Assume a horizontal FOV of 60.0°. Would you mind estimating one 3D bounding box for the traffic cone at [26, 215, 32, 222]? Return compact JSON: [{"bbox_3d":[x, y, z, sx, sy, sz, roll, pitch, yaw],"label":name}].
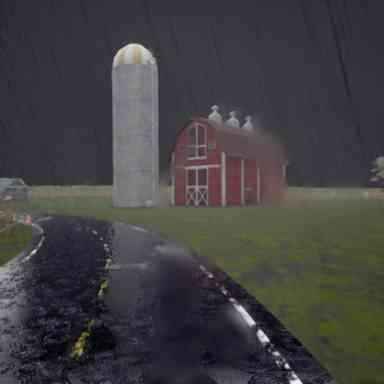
[{"bbox_3d":[-13.867,2.222,28.290,0.340,0.580,0.340,-1,0,-36],"label":"traffic cone"}]
